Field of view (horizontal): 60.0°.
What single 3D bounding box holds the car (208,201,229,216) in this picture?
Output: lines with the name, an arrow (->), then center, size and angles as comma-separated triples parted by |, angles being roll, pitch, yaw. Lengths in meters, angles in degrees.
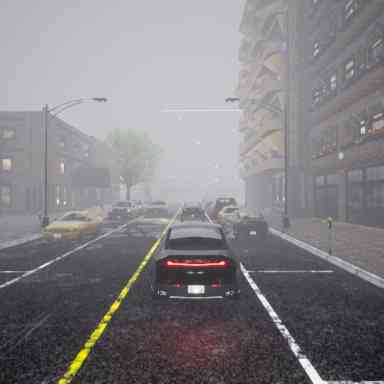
car -> 2.635, 1.597, 33.726 | 1.802, 1.307, 4.206 | 1, 0, 0

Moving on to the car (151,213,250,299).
car -> 0.081, 1.508, 8.421 | 1.837, 1.490, 4.892 | 0, 0, 0

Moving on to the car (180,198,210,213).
car -> 0.046, 1.502, 26.359 | 2.128, 1.511, 4.902 | 0, 0, 0

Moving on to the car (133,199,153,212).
car -> -5.723, 1.601, 39.337 | 1.802, 1.307, 4.206 | 1, 0, 0

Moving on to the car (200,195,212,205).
car -> 2.627, 1.478, 62.156 | 1.967, 1.590, 4.097 | 1, 0, 0

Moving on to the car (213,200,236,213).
car -> 2.658, 1.534, 22.522 | 1.752, 1.417, 4.829 | 1, 0, 0

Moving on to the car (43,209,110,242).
car -> -5.676, 1.532, 16.421 | 1.752, 1.417, 4.829 | 1, 0, 0

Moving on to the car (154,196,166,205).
car -> -5.938, 1.563, 61.914 | 1.752, 1.417, 4.829 | 1, 0, 0

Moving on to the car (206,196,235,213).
car -> 2.651, 1.327, 28.040 | 2.192, 1.841, 5.009 | 1, 0, 0

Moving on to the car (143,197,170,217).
car -> -3.157, 1.492, 31.771 | 1.882, 1.535, 5.008 | 0, 0, 0

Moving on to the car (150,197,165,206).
car -> -5.757, 1.583, 56.398 | 2.008, 1.369, 4.403 | 1, 0, 0

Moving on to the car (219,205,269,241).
car -> 2.670, 1.557, 16.666 | 2.008, 1.369, 4.403 | 1, 0, 0

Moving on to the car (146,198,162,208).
car -> -5.746, 1.594, 50.710 | 1.947, 1.339, 4.313 | 1, 0, 0

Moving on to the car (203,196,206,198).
car -> 2.612, 1.589, 45.099 | 1.947, 1.339, 4.313 | 1, 0, 0

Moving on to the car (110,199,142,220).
car -> -5.698, 1.452, 27.963 | 1.967, 1.590, 4.097 | 1, 0, 0
